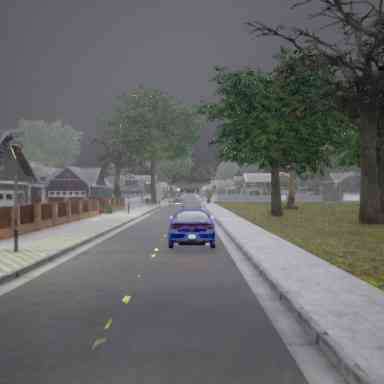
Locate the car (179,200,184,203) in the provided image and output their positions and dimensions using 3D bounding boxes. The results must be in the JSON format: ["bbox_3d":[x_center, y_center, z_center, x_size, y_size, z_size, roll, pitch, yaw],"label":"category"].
[{"bbox_3d":[0.000,1.615,29.680,1.895,1.301,4.718,0,0,0],"label":"car"}]

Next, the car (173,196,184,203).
[{"bbox_3d":[-2.750,1.597,68.766,1.994,1.385,4.181,0,0,0],"label":"car"}]

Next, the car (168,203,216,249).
[{"bbox_3d":[0.000,1.483,14.650,1.882,1.535,5.008,0,0,0],"label":"car"}]
